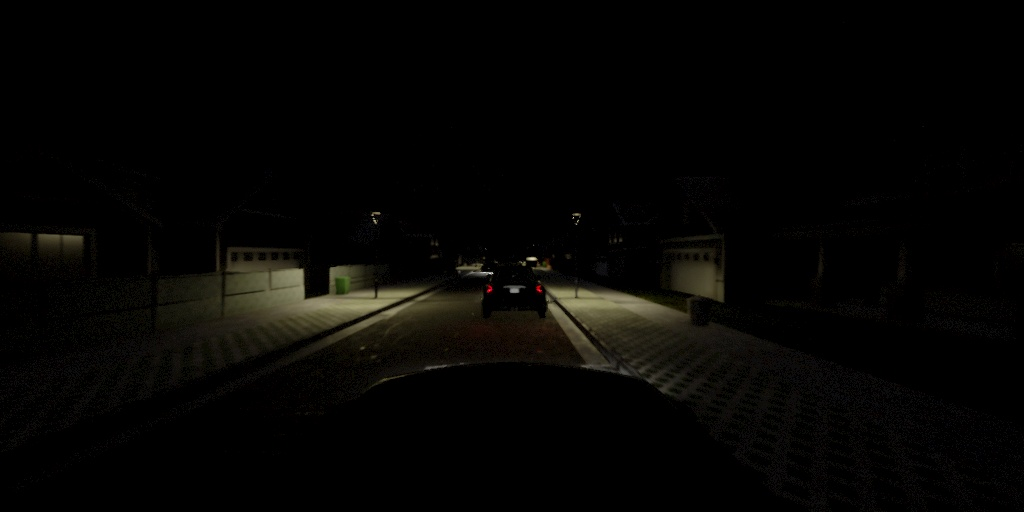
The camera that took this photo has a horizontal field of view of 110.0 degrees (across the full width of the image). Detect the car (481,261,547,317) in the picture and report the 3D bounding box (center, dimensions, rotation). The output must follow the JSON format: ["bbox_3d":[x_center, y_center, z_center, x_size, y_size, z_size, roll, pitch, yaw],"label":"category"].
[{"bbox_3d":[0.089,1.108,13.431,2.097,1.767,4.553,0,0,0],"label":"car"}]

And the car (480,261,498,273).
[{"bbox_3d":[-2.814,1.315,45.501,1.994,1.385,4.181,0,0,0],"label":"car"}]

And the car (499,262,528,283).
[{"bbox_3d":[0.099,1.248,28.928,2.128,1.511,4.902,0,0,0],"label":"car"}]

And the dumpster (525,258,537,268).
[{"bbox_3d":[3.034,1.136,56.928,1.020,1.700,1.940,0,0,0],"label":"dumpster"}]
